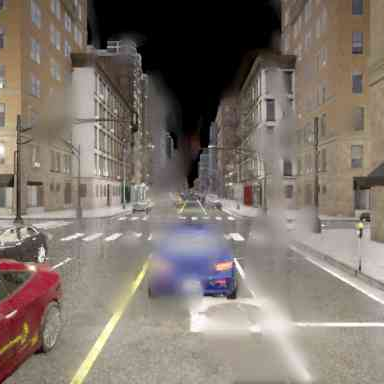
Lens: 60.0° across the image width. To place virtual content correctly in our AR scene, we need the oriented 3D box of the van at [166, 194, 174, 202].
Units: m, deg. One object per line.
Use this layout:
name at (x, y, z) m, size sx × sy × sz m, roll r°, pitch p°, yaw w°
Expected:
van at (-5.282, 1.332, 78.966) m, size 1.690 × 1.788 × 3.998 m, roll 0°, pitch 0°, yaw 0°

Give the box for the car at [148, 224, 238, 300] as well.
car at (0.034, 1.525, 8.284) m, size 1.812 × 1.442 × 4.674 m, roll 0°, pitch 0°, yaw 1°

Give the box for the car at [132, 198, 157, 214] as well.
car at (-5.322, 1.547, 35.717) m, size 2.008 × 1.369 × 4.403 m, roll 0°, pitch 0°, yaw 0°

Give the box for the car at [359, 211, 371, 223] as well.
car at (15.113, 1.636, 24.042) m, size 5.357 × 1.411 × 2.033 m, roll 0°, pitch 0°, yaw 0°

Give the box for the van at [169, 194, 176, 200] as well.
van at (-5.272, 1.330, 89.779) m, size 1.690 × 1.788 × 3.998 m, roll 0°, pitch 0°, yaw 0°

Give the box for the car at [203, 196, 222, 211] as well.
car at (2.717, 1.546, 41.110) m, size 2.008 × 1.369 × 4.403 m, roll 0°, pitch 0°, yaw 0°

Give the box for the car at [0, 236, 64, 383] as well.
car at (-2.861, 1.525, 3.401) m, size 1.812 × 1.442 × 4.674 m, roll 0°, pitch 0°, yaw 0°

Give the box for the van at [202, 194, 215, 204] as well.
van at (2.728, 1.335, 46.516) m, size 1.690 × 1.788 × 3.998 m, roll 0°, pitch 0°, yaw 0°

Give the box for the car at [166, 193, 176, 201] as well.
car at (-5.277, 1.305, 84.373) m, size 2.192 × 1.841 × 5.009 m, roll 0°, pitch 0°, yaw 0°

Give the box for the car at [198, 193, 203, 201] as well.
car at (2.763, 1.307, 62.735) m, size 2.192 × 1.841 × 5.009 m, roll 0°, pitch 0°, yaw 0°

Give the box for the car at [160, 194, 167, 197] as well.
car at (-5.302, 1.433, 57.342) m, size 1.967 × 1.590 × 4.097 m, roll 0°, pitch 0°, yaw 0°

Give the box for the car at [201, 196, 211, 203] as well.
car at (2.774, 1.557, 68.141) m, size 1.947 × 1.339 × 4.313 m, roll 0°, pitch 0°, yaw 0°

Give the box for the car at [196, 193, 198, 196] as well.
car at (2.831, 1.533, 95.172) m, size 1.887 × 1.381 × 4.507 m, roll 0°, pitch 0°, yaw 0°

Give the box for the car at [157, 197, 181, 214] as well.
car at (-2.748, 1.543, 36.167) m, size 2.033 × 1.411 × 5.357 m, roll 0°, pitch 0°, yaw 4°

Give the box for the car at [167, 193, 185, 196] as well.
car at (-2.695, 1.470, 56.578) m, size 1.882 × 1.535 × 5.008 m, roll 0°, pitch 0°, yaw 1°

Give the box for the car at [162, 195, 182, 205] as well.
car at (-2.719, 1.520, 46.338) m, size 1.812 × 1.442 × 4.674 m, roll 0°, pitch 0°, yaw 1°

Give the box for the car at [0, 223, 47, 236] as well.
car at (-5.370, 1.550, 8.842) m, size 2.008 × 1.369 × 4.403 m, roll 0°, pitch 0°, yaw 0°

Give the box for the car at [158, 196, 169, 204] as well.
car at (-5.298, 1.517, 62.578) m, size 1.752 × 1.417 × 4.829 m, roll 0°, pitch 0°, yaw 0°
